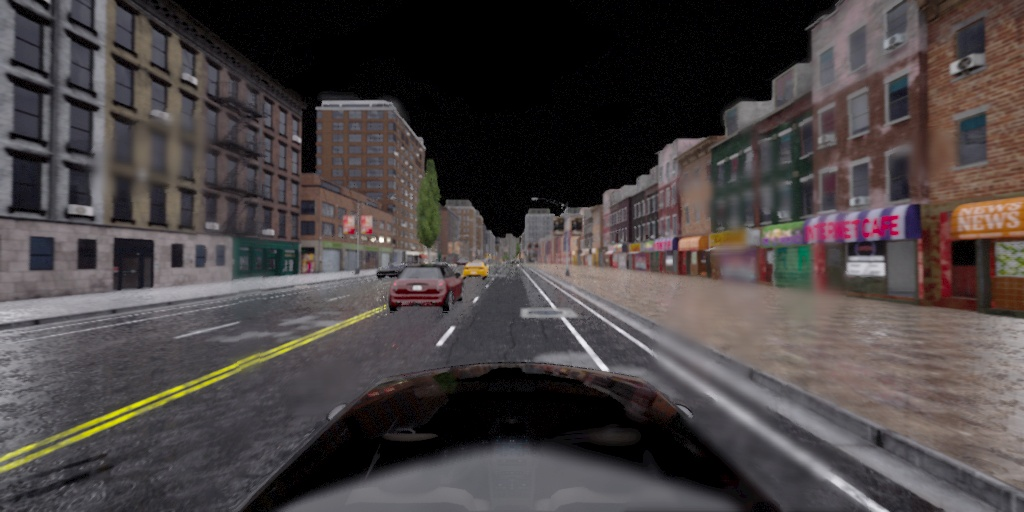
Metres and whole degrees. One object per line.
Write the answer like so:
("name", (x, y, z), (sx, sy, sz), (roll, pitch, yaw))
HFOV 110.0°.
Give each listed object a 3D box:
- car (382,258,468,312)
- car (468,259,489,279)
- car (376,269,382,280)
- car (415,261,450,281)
("car", (-3.156, 1.075, 14.078), (2.097, 1.767, 4.553), (0, 0, 0))
("car", (-3.160, 1.209, 32.138), (1.882, 1.535, 5.008), (0, 0, 0))
("car", (-9.856, 1.330, 30.450), (1.895, 1.301, 4.718), (0, 0, 0))
("car", (-6.605, 1.207, 30.453), (1.882, 1.535, 5.008), (0, 0, 0))
